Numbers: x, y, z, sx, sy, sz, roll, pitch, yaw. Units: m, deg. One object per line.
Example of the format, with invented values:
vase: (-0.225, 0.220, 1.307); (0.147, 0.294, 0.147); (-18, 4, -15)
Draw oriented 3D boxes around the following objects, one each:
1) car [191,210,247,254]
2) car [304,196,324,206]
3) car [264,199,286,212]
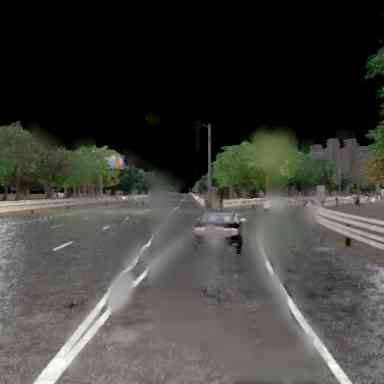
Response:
car: (1.177, 1.505, 13.758); (2.128, 1.511, 4.902); (0, 0, 9)
car: (20.383, 1.393, 55.348); (2.097, 1.767, 4.553); (0, 0, 41)
car: (9.904, 1.575, 39.831); (1.812, 1.442, 4.674); (0, 0, 27)
